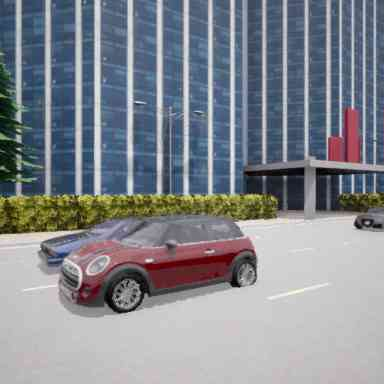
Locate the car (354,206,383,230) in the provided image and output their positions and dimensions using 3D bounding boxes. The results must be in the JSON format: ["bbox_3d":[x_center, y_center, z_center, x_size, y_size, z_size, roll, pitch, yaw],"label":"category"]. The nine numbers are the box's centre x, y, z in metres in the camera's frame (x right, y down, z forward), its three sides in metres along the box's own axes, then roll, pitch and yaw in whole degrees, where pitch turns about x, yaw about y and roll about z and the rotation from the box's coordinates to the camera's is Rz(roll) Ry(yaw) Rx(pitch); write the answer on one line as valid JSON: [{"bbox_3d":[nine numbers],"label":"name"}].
[{"bbox_3d":[11.563,1.565,19.859,4.181,1.385,1.994,0,0,-33],"label":"car"}]

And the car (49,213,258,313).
[{"bbox_3d":[-0.620,1.367,7.785,4.553,1.767,2.097,1,-1,-35],"label":"car"}]

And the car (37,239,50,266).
[{"bbox_3d":[-2.083,1.547,10.985,5.357,1.411,2.033,0,0,-33],"label":"car"}]
